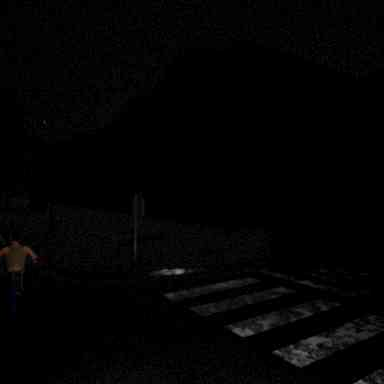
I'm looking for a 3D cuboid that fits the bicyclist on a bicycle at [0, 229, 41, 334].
[{"bbox_3d":[-3.002,1.426,5.647,0.866,1.612,1.509,0,-1,-33],"label":"bicyclist on a bicycle"}]
